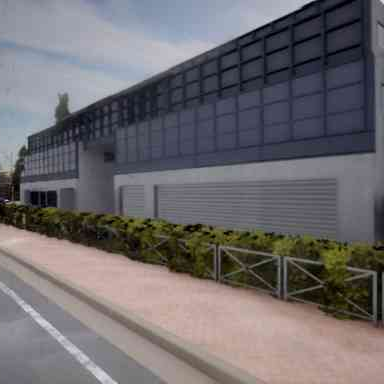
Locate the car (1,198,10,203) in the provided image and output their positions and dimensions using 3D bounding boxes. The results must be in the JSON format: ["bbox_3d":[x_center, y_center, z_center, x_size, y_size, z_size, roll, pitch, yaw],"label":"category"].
[{"bbox_3d":[-36.189,1.700,61.570,1.895,1.301,4.718,-1,0,14],"label":"car"}]
